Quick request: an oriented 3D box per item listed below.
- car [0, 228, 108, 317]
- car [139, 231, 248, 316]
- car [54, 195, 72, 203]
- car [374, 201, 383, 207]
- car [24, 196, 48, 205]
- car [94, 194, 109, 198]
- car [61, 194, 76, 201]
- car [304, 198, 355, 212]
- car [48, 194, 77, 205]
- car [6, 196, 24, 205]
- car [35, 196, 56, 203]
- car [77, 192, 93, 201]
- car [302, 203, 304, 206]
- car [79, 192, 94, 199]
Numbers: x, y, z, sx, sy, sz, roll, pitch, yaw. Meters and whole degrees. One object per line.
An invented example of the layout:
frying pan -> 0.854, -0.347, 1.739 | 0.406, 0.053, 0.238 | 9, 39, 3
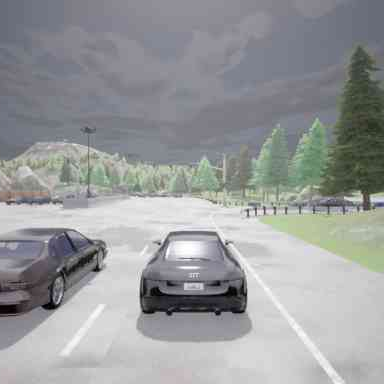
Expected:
car -> -3.474, 1.547, 7.754 | 2.033, 1.411, 5.357 | 0, 0, 0
car -> 0.026, 1.563, 7.606 | 1.994, 1.385, 4.181 | 0, 0, 0
car -> -25.163, 1.306, 65.213 | 1.812, 1.442, 4.674 | 0, 0, -1
car -> 24.454, 1.374, 39.608 | 5.008, 1.535, 1.882 | 0, 0, 12
car -> -25.132, 1.374, 55.231 | 2.033, 1.411, 5.357 | 0, 0, -1
car -> -21.826, 1.271, 79.460 | 1.994, 1.385, 4.181 | 0, 0, -1
car -> -28.804, 1.226, 77.745 | 1.837, 1.490, 4.892 | 0, 0, -1
car -> 15.635, 1.398, 37.498 | 4.902, 1.511, 2.128 | 0, 0, 7
car -> -21.640, 1.371, 55.939 | 2.033, 1.411, 5.357 | 0, 0, 0
car -> -28.616, 1.374, 55.205 | 2.033, 1.411, 5.357 | 0, 0, 0
car -> -28.664, 1.377, 65.236 | 1.895, 1.301, 4.718 | 0, 0, -1
car -> -25.314, 0.947, 78.800 | 2.150, 2.045, 5.566 | 0, 0, -1
car -> 15.707, 1.454, 41.018 | 4.181, 1.385, 1.994 | 0, 0, 7
car -> -21.673, 1.130, 66.074 | 2.097, 1.767, 4.553 | 0, 0, -1
